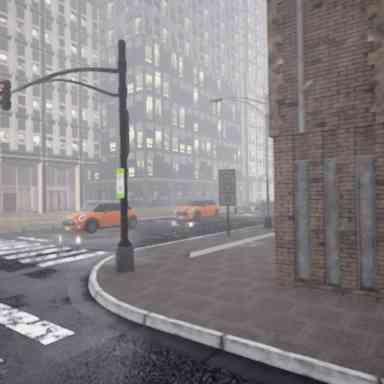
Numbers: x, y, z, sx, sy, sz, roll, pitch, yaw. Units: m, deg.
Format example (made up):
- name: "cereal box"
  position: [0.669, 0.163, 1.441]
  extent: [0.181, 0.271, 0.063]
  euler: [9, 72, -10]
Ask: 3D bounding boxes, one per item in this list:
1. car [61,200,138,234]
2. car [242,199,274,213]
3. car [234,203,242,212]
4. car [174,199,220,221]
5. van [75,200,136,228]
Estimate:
- name: "car"
  position: [-5.446, 1.426, 19.947]
  extent: [2.097, 1.767, 4.553]
  euler: [-1, -1, 37]
- name: "car"
  position: [8.168, 1.611, 38.753]
  extent: [2.128, 1.511, 4.902]
  euler: [-1, -1, 36]
- name: "car"
  position: [6.874, 1.700, 41.420]
  extent: [1.752, 1.417, 4.829]
  euler: [-2, -1, 36]
- name: "car"
  position: [0.463, 1.445, 28.093]
  extent: [2.097, 1.767, 4.553]
  euler: [-1, -1, 36]
- name: "van"
  position: [-6.009, 1.471, 23.546]
  extent: [1.690, 1.788, 3.998]
  euler: [-2, -1, 36]
